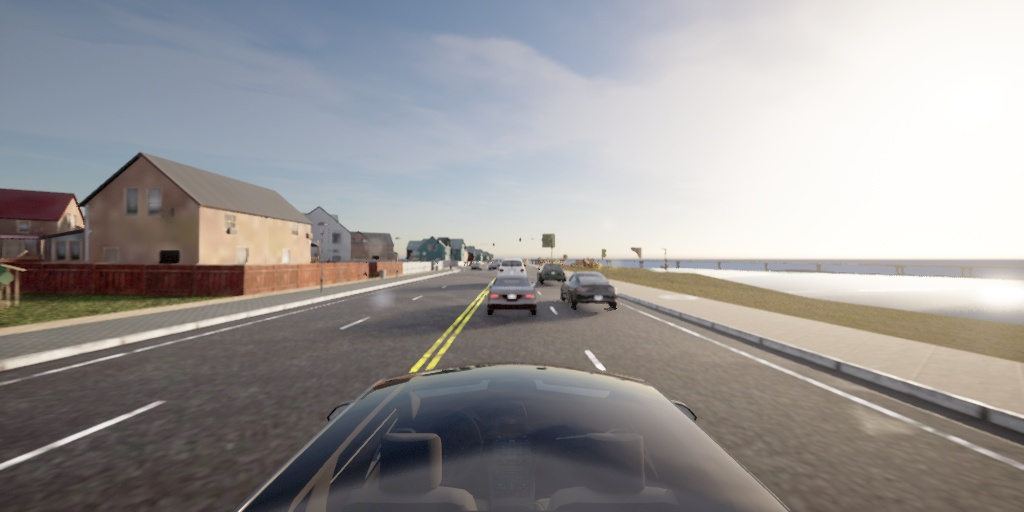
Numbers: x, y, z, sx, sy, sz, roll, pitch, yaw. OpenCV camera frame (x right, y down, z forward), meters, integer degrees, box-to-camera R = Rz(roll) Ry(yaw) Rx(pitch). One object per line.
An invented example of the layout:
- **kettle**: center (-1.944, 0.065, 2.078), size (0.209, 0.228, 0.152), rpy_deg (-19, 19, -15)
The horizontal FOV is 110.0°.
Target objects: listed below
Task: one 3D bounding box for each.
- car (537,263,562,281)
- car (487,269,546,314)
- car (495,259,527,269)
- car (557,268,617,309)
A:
- **car**: center (3.262, 1.391, 30.275), size (2.097, 1.767, 4.553), rpy_deg (0, -1, 0)
- **car**: center (0.005, 1.424, 14.380), size (2.033, 1.411, 5.357), rpy_deg (0, -1, 0)
- **car**: center (0.003, 1.255, 29.409), size (2.150, 2.045, 5.566), rpy_deg (0, 0, 0)
- **car**: center (3.267, 1.415, 15.743), size (1.812, 1.442, 4.674), rpy_deg (0, 0, 0)
